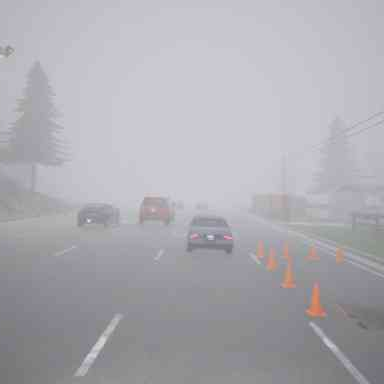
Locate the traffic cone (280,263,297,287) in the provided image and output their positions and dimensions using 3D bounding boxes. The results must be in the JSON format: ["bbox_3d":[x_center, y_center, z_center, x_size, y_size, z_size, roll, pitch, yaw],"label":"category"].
[{"bbox_3d":[2.495,2.118,8.578,0.340,0.580,0.340,2,0,1],"label":"traffic cone"}]

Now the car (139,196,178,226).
[{"bbox_3d":[-2.538,1.343,24.882,2.150,2.045,5.566,2,0,1],"label":"car"}]

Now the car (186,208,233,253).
[{"bbox_3d":[0.726,1.697,14.534,2.033,1.411,5.357,2,0,1],"label":"car"}]

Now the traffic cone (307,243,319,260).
[{"bbox_3d":[4.580,2.226,12.533,0.340,0.580,0.340,2,0,1],"label":"traffic cone"}]

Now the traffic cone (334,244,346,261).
[{"bbox_3d":[5.579,2.262,12.511,0.340,0.580,0.340,2,0,1],"label":"traffic cone"}]

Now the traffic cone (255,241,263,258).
[{"bbox_3d":[2.582,2.155,12.577,0.340,0.580,0.340,2,0,1],"label":"traffic cone"}]

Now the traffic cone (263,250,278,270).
[{"bbox_3d":[2.539,2.137,10.577,0.340,0.580,0.340,2,0,1],"label":"traffic cone"}]

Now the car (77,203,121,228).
[{"bbox_3d":[-6.102,1.476,22.270,1.837,1.490,4.892,2,0,1],"label":"car"}]

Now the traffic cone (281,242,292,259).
[{"bbox_3d":[3.581,2.191,12.555,0.340,0.580,0.340,2,0,1],"label":"traffic cone"}]

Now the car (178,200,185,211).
[{"bbox_3d":[-2.059,1.821,47.519,2.128,1.511,4.902,2,0,1],"label":"car"}]

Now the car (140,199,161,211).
[{"bbox_3d":[-5.604,1.732,45.399,2.033,1.411,5.357,2,0,1],"label":"car"}]

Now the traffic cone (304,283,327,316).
[{"bbox_3d":[2.452,2.100,6.578,0.340,0.580,0.340,2,0,1],"label":"traffic cone"}]

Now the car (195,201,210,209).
[{"bbox_3d":[1.453,1.986,48.100,1.812,1.442,4.674,2,0,1],"label":"car"}]
